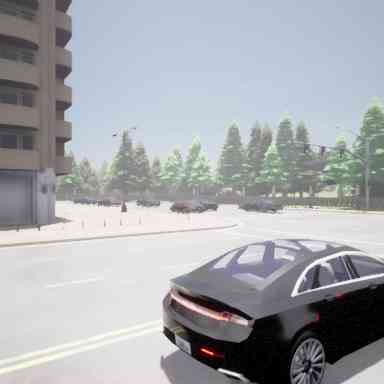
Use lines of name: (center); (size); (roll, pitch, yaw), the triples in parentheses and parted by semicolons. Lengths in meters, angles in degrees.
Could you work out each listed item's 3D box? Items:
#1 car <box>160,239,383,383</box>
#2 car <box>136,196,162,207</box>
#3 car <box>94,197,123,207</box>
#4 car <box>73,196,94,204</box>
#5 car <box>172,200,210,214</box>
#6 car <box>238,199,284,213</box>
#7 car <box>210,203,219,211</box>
car: (1.880, 1.491, 5.129); (4.902, 1.511, 2.128); (0, 0, -35)
car: (-6.425, 1.444, 49.226); (1.837, 1.490, 4.892); (0, 1, -39)
car: (-12.464, 1.468, 50.839); (4.674, 1.442, 1.812); (0, 0, 43)
car: (-19.422, 1.489, 60.145); (4.674, 1.442, 1.812); (0, 0, 25)
car: (-0.404, 1.504, 34.928); (1.994, 1.385, 4.181); (0, 0, -35)
car: (7.429, 1.489, 36.374); (2.033, 1.411, 5.357); (0, 0, -35)
car: (1.063, 1.543, 38.971); (1.895, 1.301, 4.718); (0, 0, -35)
